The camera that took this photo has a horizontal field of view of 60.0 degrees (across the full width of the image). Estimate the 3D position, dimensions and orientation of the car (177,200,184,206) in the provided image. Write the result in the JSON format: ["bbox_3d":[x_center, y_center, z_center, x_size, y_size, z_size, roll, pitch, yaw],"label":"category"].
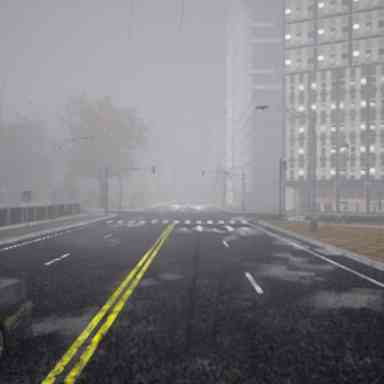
[{"bbox_3d":[-3.252,3.064,94.003,1.882,1.535,5.008,0,-1,0],"label":"car"}]

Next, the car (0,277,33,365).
[{"bbox_3d":[-3.350,1.593,2.766,2.033,1.411,5.357,0,-1,0],"label":"car"}]
